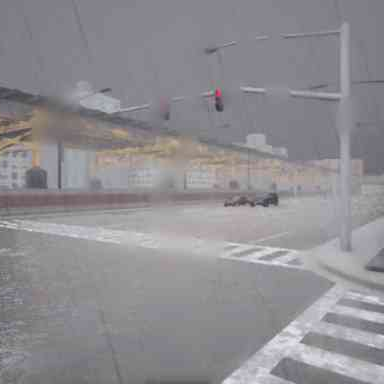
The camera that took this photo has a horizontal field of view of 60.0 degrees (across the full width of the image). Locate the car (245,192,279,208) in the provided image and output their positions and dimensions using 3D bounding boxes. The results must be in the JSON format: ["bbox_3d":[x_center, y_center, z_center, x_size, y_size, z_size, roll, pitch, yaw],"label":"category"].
[{"bbox_3d":[9.734,1.029,44.422,2.150,2.045,5.566,0,0,37],"label":"car"}]

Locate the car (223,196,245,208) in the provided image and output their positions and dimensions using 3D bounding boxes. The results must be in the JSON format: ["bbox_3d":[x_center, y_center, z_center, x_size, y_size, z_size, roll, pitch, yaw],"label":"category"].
[{"bbox_3d":[6.107,1.323,45.421,1.837,1.490,4.892,0,0,37],"label":"car"}]
